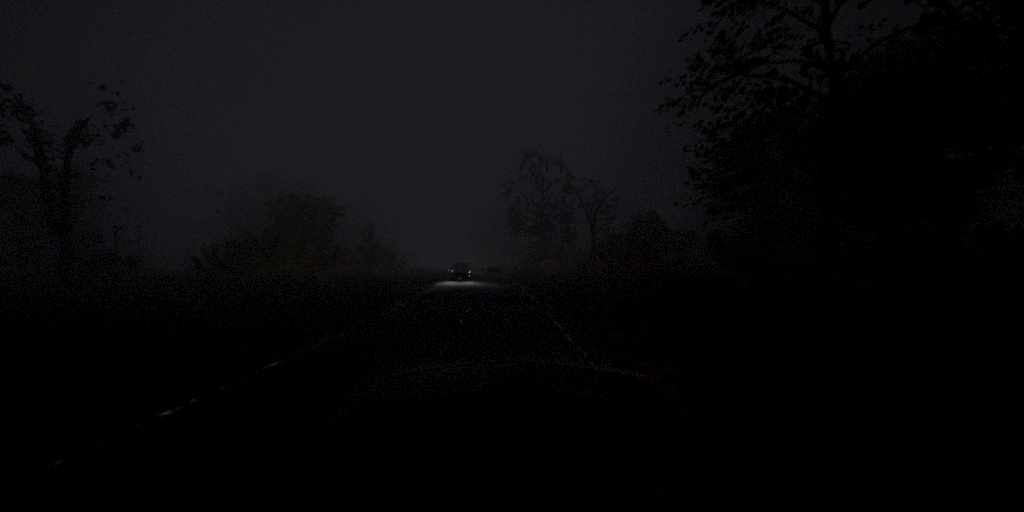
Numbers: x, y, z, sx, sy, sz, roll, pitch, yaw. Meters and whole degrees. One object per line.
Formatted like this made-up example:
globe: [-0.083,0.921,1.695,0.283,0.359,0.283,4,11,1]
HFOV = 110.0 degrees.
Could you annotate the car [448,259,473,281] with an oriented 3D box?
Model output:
car: [-4.840,1.415,33.990,2.097,1.767,4.553,0,0,-6]

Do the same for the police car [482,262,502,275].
police car: [-2.492,1.596,47.387,1.930,1.638,5.238,0,-1,-9]

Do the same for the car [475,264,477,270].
car: [-5.295,1.851,63.154,1.812,1.442,4.674,0,-1,-12]

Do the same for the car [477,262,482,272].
car: [-4.139,1.793,57.218,1.812,1.442,4.674,0,-1,-10]
